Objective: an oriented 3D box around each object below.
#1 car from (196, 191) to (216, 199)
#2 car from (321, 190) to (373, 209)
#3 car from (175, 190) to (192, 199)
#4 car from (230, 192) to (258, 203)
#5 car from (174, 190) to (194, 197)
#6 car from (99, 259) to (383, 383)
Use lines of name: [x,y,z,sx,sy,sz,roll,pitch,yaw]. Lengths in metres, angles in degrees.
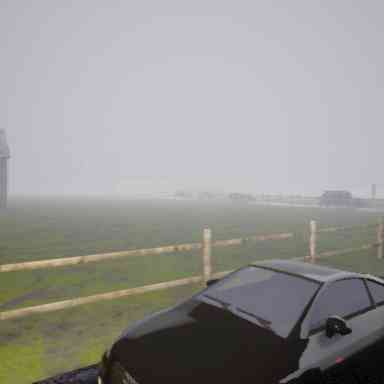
car: [2.729,0.584,65.443,1.837,1.490,4.892,0,1,-35]
car: [17.671,0.841,38.252,2.150,2.045,5.566,0,1,-36]
car: [-1.776,0.488,65.675,1.994,1.385,4.181,0,1,-36]
car: [8.050,0.797,51.739,1.882,1.535,5.008,0,1,-35]
car: [-1.836,0.348,71.785,1.837,1.490,4.892,0,1,-36]
car: [1.109,1.563,3.866,4.181,1.385,1.994,0,0,-36]
